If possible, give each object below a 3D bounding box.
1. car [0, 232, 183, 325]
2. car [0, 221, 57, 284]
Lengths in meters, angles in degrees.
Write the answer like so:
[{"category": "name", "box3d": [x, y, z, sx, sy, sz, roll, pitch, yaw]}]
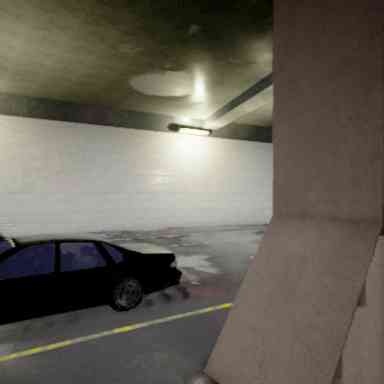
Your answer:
[{"category": "car", "box3d": [-2.789, 1.517, 6.171, 5.357, 1.411, 2.033, 0, 0, -34]}, {"category": "car", "box3d": [-6.022, 1.550, 8.143, 4.718, 1.301, 1.895, 0, 0, -35]}]
